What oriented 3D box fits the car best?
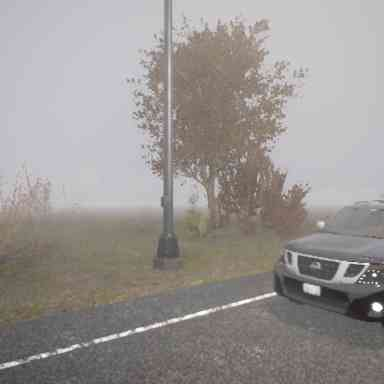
[{"bbox_3d":[4.182,1.220,6.994,5.566,2.045,2.150,0,0,-36],"label":"car"}]
